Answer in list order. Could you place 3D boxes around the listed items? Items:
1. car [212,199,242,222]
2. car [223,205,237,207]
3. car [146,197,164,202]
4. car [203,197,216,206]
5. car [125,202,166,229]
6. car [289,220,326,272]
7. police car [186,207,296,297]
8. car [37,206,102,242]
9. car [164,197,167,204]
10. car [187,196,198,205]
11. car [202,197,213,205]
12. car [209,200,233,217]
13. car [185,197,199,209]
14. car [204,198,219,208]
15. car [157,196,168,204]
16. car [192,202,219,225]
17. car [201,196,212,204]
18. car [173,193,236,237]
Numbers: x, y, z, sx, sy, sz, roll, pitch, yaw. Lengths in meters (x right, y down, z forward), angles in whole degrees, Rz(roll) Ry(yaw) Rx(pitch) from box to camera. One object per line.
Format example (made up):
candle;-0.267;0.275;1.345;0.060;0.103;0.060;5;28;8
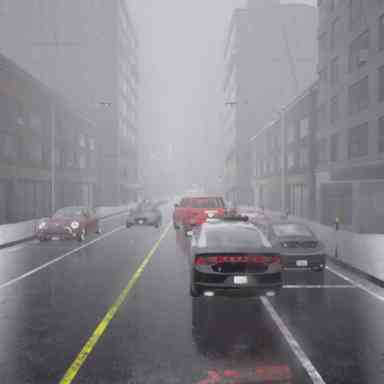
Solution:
car;2.760;1.437;27.044;1.967;1.590;4.097;-1;0;0
car;2.758;1.541;16.033;1.887;1.381;4.507;-1;0;0
car;-5.757;1.444;49.067;1.967;1.590;4.097;-1;0;0
car;2.772;1.551;54.569;1.887;1.381;4.507;-1;0;0
car;-2.993;1.560;21.496;1.994;1.385;4.181;0;0;0
car;2.756;1.547;10.528;2.008;1.369;4.403;-1;0;0
police car;0.902;1.422;8.740;1.930;1.638;5.238;0;0;0
car;-5.769;1.436;16.036;1.967;1.590;4.097;-1;0;0
car;-5.753;1.572;54.573;1.947;1.339;4.313;-1;0;0
car;0.021;1.487;59.470;1.882;1.535;5.008;0;0;0
car;2.774;1.554;60.074;1.887;1.381;4.507;-1;0;0
car;2.764;1.542;32.549;1.887;1.381;4.507;-1;0;0
car;0.036;1.507;46.826;1.837;1.490;4.892;0;0;1
car;2.770;1.569;49.064;1.947;1.339;4.313;-1;0;0
car;-5.750;1.557;65.583;1.887;1.381;4.507;-1;0;0
car;0.909;1.522;24.631;1.812;1.442;4.674;0;0;0
car;2.775;1.557;65.580;1.887;1.381;4.507;-1;0;0
car;0.341;1.207;18.421;2.150;2.045;5.566;-1;0;-12
